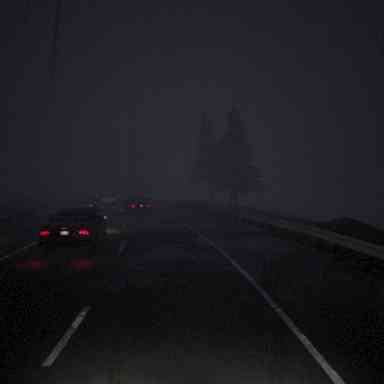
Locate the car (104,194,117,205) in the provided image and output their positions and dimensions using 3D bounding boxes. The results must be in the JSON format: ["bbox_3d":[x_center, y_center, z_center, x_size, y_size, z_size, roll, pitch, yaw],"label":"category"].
[{"bbox_3d":[-11.197,0.929,42.502,1.895,1.301,4.718,-1,1,-29],"label":"car"}]

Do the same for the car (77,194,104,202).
[{"bbox_3d":[-10.047,1.016,32.226,1.812,1.442,4.674,0,1,-23],"label":"car"}]

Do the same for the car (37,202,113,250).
[{"bbox_3d":[-4.524,1.337,13.204,2.033,1.411,5.357,0,1,-9],"label":"car"}]

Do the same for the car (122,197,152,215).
[{"bbox_3d":[-4.745,1.099,28.283,2.033,1.411,5.357,0,1,-18],"label":"car"}]
